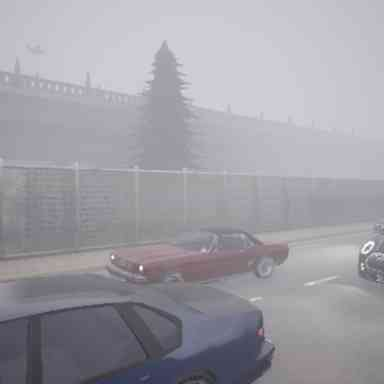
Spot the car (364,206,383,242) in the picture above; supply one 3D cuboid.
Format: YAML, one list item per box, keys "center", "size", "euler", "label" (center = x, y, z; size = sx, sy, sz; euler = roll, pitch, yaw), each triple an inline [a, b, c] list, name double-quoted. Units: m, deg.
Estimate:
- center: [10.593, 1.466, 15.976]
  size: [4.902, 1.511, 2.128]
  euler: [0, 0, -36]
  label: "car"

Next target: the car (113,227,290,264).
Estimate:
- center: [0.293, 1.612, 8.532]
  size: [4.718, 1.301, 1.895]
  euler: [0, 0, -36]
  label: "car"

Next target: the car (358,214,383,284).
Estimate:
- center: [6.242, 1.336, 8.515]
  size: [4.553, 1.767, 2.097]
  euler: [0, 0, -36]
  label: "car"

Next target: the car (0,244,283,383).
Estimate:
- center: [-1.625, 1.560, 2.824]
  size: [5.357, 1.411, 2.033]
  euler: [0, 0, -36]
  label: "car"
